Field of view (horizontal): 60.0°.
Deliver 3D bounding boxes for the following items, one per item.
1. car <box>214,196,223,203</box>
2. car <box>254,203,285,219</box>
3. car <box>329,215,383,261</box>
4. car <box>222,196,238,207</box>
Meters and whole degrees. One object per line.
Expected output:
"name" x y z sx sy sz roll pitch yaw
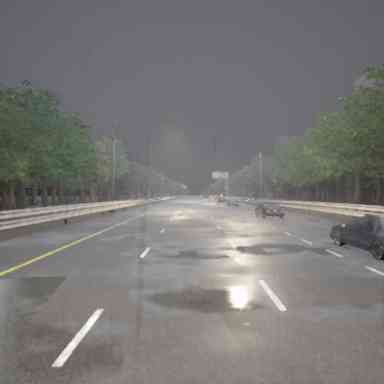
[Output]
"car" 7.357 1.874 83.149 2.097 1.767 4.553 0 0 1
"car" 7.042 1.668 30.572 2.033 1.411 5.357 0 0 0
"car" 7.004 1.568 12.318 2.033 1.411 5.357 0 0 0
"car" 7.181 1.886 60.164 2.033 1.411 5.357 0 0 0
